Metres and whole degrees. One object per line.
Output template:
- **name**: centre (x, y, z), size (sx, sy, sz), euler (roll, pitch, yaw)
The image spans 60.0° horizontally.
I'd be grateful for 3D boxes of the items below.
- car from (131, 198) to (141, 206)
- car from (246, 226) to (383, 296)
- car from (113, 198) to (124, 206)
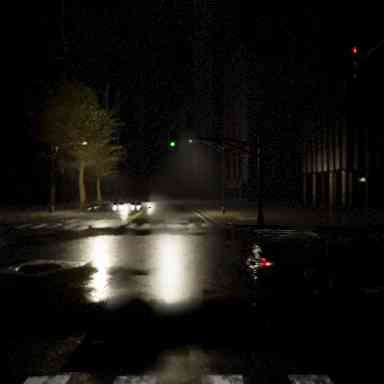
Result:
- **car**: centre (-10.938, 1.841, 64.931), size (2.128, 1.511, 4.902), euler (0, 0, -9)
- **car**: centre (4.076, 1.556, 8.106), size (5.357, 1.411, 2.033), euler (-1, -1, -1)
- **car**: centre (-14.146, 1.834, 64.412), size (2.128, 1.511, 4.902), euler (0, 0, -9)
